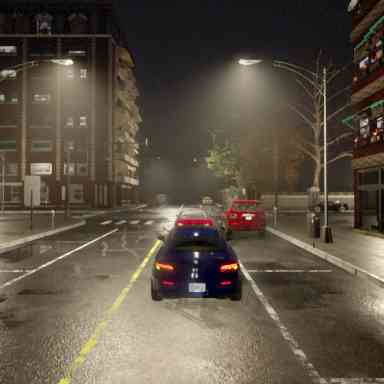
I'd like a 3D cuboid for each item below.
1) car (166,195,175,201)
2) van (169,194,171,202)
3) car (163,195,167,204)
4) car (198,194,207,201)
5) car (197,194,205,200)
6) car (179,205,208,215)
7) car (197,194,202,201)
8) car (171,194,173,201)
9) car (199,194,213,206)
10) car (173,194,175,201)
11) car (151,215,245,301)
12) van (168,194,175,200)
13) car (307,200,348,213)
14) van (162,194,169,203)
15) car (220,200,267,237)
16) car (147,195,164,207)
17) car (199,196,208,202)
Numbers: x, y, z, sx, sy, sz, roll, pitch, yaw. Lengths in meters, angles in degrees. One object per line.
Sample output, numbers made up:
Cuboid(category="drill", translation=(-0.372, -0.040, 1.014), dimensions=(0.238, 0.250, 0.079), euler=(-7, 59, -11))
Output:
Cuboid(category="car", translation=(-5.798, 1.624, 89.383), dimensions=(2.008, 1.369, 4.403), euler=(1, 0, 0))
Cuboid(category="van", translation=(-5.763, 1.388, 67.229), dimensions=(1.690, 1.788, 3.998), euler=(1, 0, 0))
Cuboid(category="car", translation=(-5.753, 1.619, 56.151), dimensions=(1.802, 1.307, 4.206), euler=(1, 0, 0))
Cuboid(category="car", translation=(2.594, 1.381, 83.848), dimensions=(2.192, 1.841, 5.009), euler=(1, 0, 0))
Cuboid(category="car", translation=(2.579, 1.395, 94.923), dimensions=(2.192, 1.841, 5.009), euler=(1, 0, 0))
Cuboid(category="car", translation=(0.076, 1.609, 17.936), dimensions=(1.895, 1.301, 4.718), euler=(0, 0, 0))
Cuboid(category="car", translation=(2.605, 1.604, 72.770), dimensions=(2.008, 1.369, 4.403), euler=(1, 0, 0))
Cuboid(category="car", translation=(-5.775, 1.635, 72.767), dimensions=(1.802, 1.307, 4.206), euler=(1, 0, 0))
Cuboid(category="car", translation=(2.628, 1.562, 56.327), dimensions=(1.752, 1.417, 4.829), euler=(1, 0, 0))
Cuboid(category="car", translation=(-5.782, 1.610, 78.306), dimensions=(2.008, 1.369, 4.403), euler=(1, 0, 0))
Cuboid(category="car", translation=(0.090, 1.529, 8.193), dimensions=(1.812, 1.442, 4.674), euler=(0, 0, 0))
Cuboid(category="van", translation=(-5.801, 1.421, 94.922), dimensions=(1.690, 1.788, 3.998), euler=(1, 0, 0))
Cuboid(category="car", translation=(15.163, 1.609, 37.176), dimensions=(4.313, 1.339, 1.947), euler=(0, -1, 0))
Cuboid(category="van", translation=(-5.756, 1.383, 61.690), dimensions=(1.690, 1.788, 3.998), euler=(1, 0, 0))
Cuboid(category="car", translation=(2.683, 1.323, 18.126), dimensions=(2.192, 1.841, 5.009), euler=(1, 0, 0))
Cuboid(category="car", translation=(-5.745, 1.614, 50.614), dimensions=(1.802, 1.307, 4.206), euler=(1, 0, 0))
Cuboid(category="car", translation=(2.597, 1.626, 78.309), dimensions=(1.947, 1.339, 4.313), euler=(1, 0, 0))
